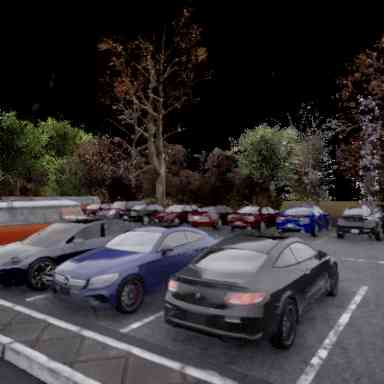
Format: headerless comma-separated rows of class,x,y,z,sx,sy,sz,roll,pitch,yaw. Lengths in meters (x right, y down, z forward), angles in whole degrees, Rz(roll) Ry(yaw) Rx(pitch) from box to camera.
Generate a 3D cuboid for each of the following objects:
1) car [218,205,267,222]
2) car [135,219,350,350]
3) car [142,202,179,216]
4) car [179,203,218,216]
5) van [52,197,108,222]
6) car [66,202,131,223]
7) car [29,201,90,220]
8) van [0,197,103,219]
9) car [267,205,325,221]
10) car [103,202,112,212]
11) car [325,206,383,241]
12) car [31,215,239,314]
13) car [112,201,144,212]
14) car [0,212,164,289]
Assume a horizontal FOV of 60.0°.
car,3.902,1.503,19.819,2.097,1.535,5.008,-1,0,35
car,1.369,1.490,6.243,2.002,1.452,4.674,-1,0,35
car,-0.816,1.556,23.143,2.097,1.535,5.008,-1,0,35
car,1.611,1.559,21.469,2.163,1.488,4.792,-1,0,35
van,-9.893,1.434,29.652,1.878,1.987,4.442,-1,0,35
car,-7.748,1.635,28.011,2.097,1.535,5.008,-1,0,35
car,-12.266,1.687,31.186,2.231,1.521,4.892,-1,0,35
van,-5.502,1.303,11.213,1.878,1.987,4.442,-1,0,35
car,6.213,1.476,18.196,2.097,1.535,5.008,-1,0,35
car,-5.423,1.483,26.410,2.185,1.767,4.553,-1,0,35
car,8.525,1.451,16.574,2.231,1.521,4.892,-1,0,35
car,-0.940,1.516,7.871,2.002,1.452,4.674,-1,0,35
car,-3.132,1.582,24.757,2.097,1.535,5.008,-1,0,35
car,-3.271,1.532,9.468,2.163,1.488,4.792,-1,0,35
